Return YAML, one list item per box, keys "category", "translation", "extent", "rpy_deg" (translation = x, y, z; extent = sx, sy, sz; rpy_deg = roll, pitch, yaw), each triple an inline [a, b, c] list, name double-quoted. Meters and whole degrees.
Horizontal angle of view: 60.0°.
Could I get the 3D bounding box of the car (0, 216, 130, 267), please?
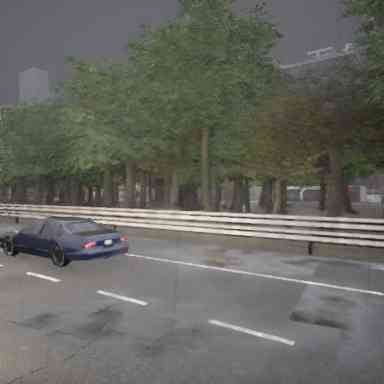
- category: "car"
  translation: [-4.548, 1.556, 11.415]
  extent: [5.357, 1.411, 2.033]
  rpy_deg: [0, 0, 36]
